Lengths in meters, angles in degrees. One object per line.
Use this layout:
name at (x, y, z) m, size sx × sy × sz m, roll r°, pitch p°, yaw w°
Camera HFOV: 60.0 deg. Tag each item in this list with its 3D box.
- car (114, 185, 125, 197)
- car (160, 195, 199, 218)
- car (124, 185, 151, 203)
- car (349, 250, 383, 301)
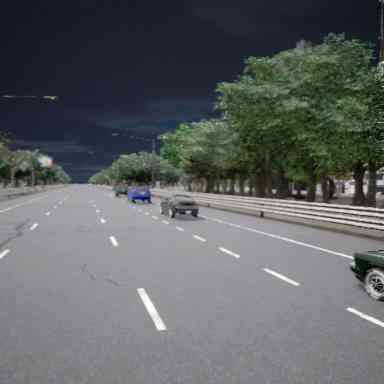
car at (-12.089, -0.195, 57.352) m, size 2.150 × 2.045 × 5.566 m, roll 0°, pitch 1°, yaw -17°
car at (-0.990, 0.978, 23.536) m, size 1.837 × 1.490 × 4.892 m, roll 0°, pitch 1°, yaw -18°
car at (-6.365, 0.275, 39.830) m, size 2.150 × 2.045 × 5.566 m, roll 1°, pitch 1°, yaw -18°
car at (4.987, 1.560, 5.419) m, size 1.895 × 1.301 × 4.718 m, roll 1°, pitch 1°, yaw -18°
